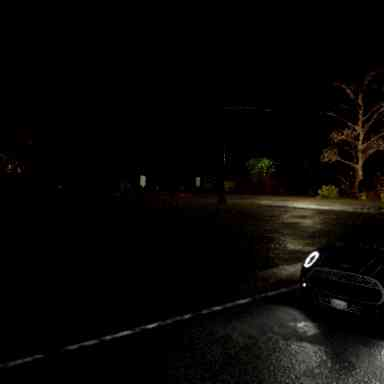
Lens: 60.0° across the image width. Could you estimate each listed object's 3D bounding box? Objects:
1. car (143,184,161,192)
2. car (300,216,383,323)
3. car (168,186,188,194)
[{"bbox_3d":[-8.014,-0.899,66.663,2.097,1.767,4.553,0,2,-36],"label":"car"},{"bbox_3d":[4.326,1.303,6.953,4.553,1.767,2.097,0,0,-35],"label":"car"},{"bbox_3d":[-2.446,-0.420,58.895,1.812,1.442,4.674,0,2,-36],"label":"car"}]
